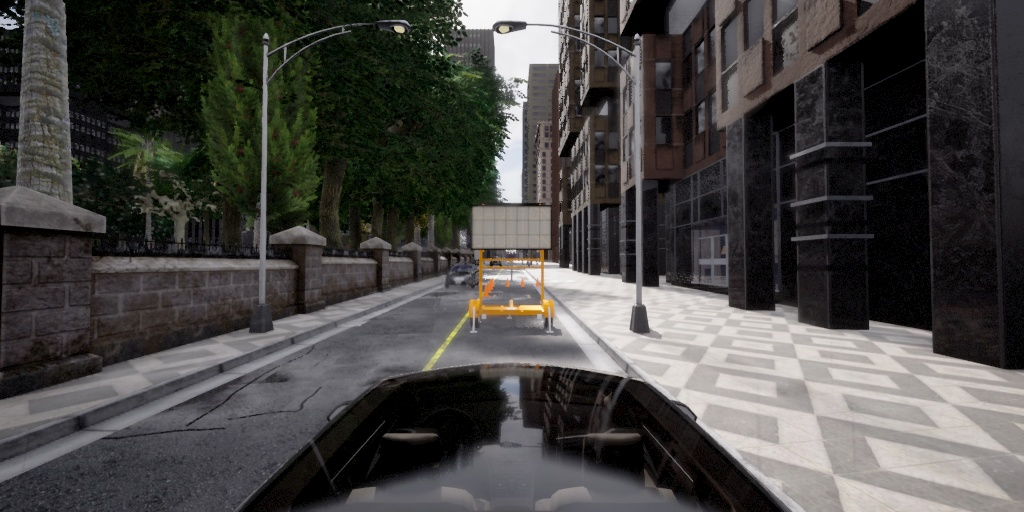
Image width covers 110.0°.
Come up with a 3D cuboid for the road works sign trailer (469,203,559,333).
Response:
[{"bbox_3d":[-0.009,0.221,10.757,2.380,3.560,2.880,0,0,0],"label":"road works sign trailer"}]

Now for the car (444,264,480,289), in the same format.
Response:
[{"bbox_3d":[-3.126,1.265,23.289,2.128,1.511,4.902,0,0,0],"label":"car"}]
